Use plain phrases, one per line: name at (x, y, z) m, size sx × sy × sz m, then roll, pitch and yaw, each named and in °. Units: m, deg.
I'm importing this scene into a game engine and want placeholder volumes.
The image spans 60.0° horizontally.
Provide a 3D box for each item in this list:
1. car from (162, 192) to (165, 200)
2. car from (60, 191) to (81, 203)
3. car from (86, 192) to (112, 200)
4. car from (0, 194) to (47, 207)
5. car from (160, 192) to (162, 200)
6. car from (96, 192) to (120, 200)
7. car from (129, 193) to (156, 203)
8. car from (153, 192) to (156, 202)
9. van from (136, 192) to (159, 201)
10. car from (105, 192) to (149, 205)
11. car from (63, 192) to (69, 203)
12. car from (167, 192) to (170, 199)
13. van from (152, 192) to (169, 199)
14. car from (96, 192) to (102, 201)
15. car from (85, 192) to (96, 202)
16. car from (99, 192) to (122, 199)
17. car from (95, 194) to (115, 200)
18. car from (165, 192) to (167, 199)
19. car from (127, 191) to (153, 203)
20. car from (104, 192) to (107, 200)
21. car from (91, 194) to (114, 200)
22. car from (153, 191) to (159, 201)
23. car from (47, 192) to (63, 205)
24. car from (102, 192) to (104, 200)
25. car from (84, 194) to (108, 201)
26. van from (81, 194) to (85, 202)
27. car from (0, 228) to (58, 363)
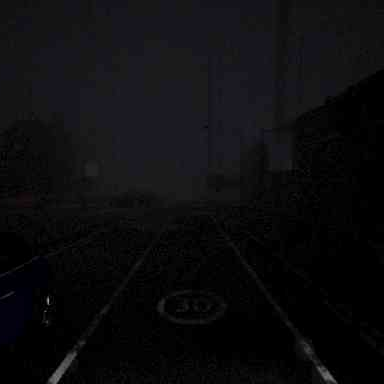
car at (-8.853, 1.147, 70.569) m, size 5.008 × 1.535 × 2.097 m, roll 0°, pitch 0°, yaw 0°
car at (-21.895, 0.993, 56.512) m, size 4.553 × 1.767 × 2.185 m, roll 0°, pitch 0°, yaw 0°
car at (-21.921, 0.918, 78.789) m, size 5.566 × 2.045 × 2.435 m, roll 0°, pitch 0°, yaw 0°
car at (-21.926, 1.143, 42.588) m, size 5.008 × 1.535 × 2.097 m, roll 0°, pitch 0°, yaw 0°
car at (-8.846, 1.135, 64.963) m, size 4.892 × 1.521 × 2.231 m, roll 0°, pitch 0°, yaw 0°
car at (-21.932, 0.954, 87.145) m, size 5.566 × 2.045 × 2.435 m, roll 0°, pitch 0°, yaw 0°
car at (-8.816, 0.996, 59.355) m, size 4.553 × 1.767 × 2.185 m, roll 0°, pitch 0°, yaw 0°
car at (-8.853, 1.116, 53.749) m, size 4.892 × 1.521 × 2.231 m, roll 0°, pitch 0°, yaw 0°
van at (-8.971, 0.915, 67.766) m, size 4.442 × 1.987 × 1.878 m, roll 0°, pitch 0°, yaw 0°
car at (-8.844, 1.133, 45.344) m, size 4.892 × 1.521 × 2.231 m, roll 0°, pitch 0°, yaw 0°
car at (-21.929, 1.158, 50.943) m, size 4.674 × 1.452 × 2.002 m, roll 0°, pitch 0°, yaw 0°
car at (-8.873, 1.191, 84.585) m, size 5.008 × 1.535 × 2.097 m, roll 0°, pitch 0°, yaw 0°
van at (-8.773, 1.010, 92.993) m, size 4.442 × 1.987 × 1.878 m, roll 0°, pitch 0°, yaw 0°
car at (-21.749, 1.138, 67.649) m, size 5.366 × 1.575 × 1.946 m, roll 0°, pitch 0°, yaw 0°
car at (-21.929, 1.175, 64.864) m, size 4.674 × 1.452 × 2.002 m, roll 0°, pitch 0°, yaw 0°
car at (-21.937, 0.968, 89.806) m, size 5.566 × 2.045 × 2.435 m, roll 0°, pitch 0°, yaw 0°
car at (-21.955, 1.231, 84.236) m, size 4.674 × 1.452 × 2.002 m, roll 0°, pitch 0°, yaw 0°
car at (-8.891, 0.902, 73.373) m, size 5.566 × 2.045 × 2.435 m, roll 0°, pitch 0°, yaw 0°
car at (-8.877, 0.872, 48.144) m, size 5.566 × 2.045 × 2.435 m, roll 0°, pitch 0°, yaw 0°
car at (-21.912, 1.184, 73.220) m, size 4.792 × 1.488 × 2.163 m, roll 0°, pitch 0°, yaw 0°
car at (-21.948, 1.180, 81.575) m, size 5.008 × 1.535 × 2.097 m, roll 0°, pitch 0°, yaw 0°
car at (-8.875, 0.867, 56.554) m, size 5.566 × 2.045 × 2.435 m, roll 0°, pitch 0°, yaw 0°
car at (-21.933, 1.122, 48.156) m, size 5.008 × 1.535 × 2.097 m, roll 0°, pitch 0°, yaw 0°
car at (-21.932, 1.148, 70.435) m, size 5.008 × 1.535 × 2.097 m, roll 0°, pitch 0°, yaw 0°
car at (-21.974, 1.190, 76.005) m, size 4.792 × 1.488 × 2.163 m, roll 0°, pitch 0°, yaw 0°
van at (-22.043, 0.896, 59.292) m, size 4.442 × 1.987 × 1.878 m, roll 0°, pitch 0°, yaw 0°
car at (-3.250, 1.324, 3.538) m, size 2.097 × 1.767 × 4.553 m, roll 0°, pitch 0°, yaw 0°
